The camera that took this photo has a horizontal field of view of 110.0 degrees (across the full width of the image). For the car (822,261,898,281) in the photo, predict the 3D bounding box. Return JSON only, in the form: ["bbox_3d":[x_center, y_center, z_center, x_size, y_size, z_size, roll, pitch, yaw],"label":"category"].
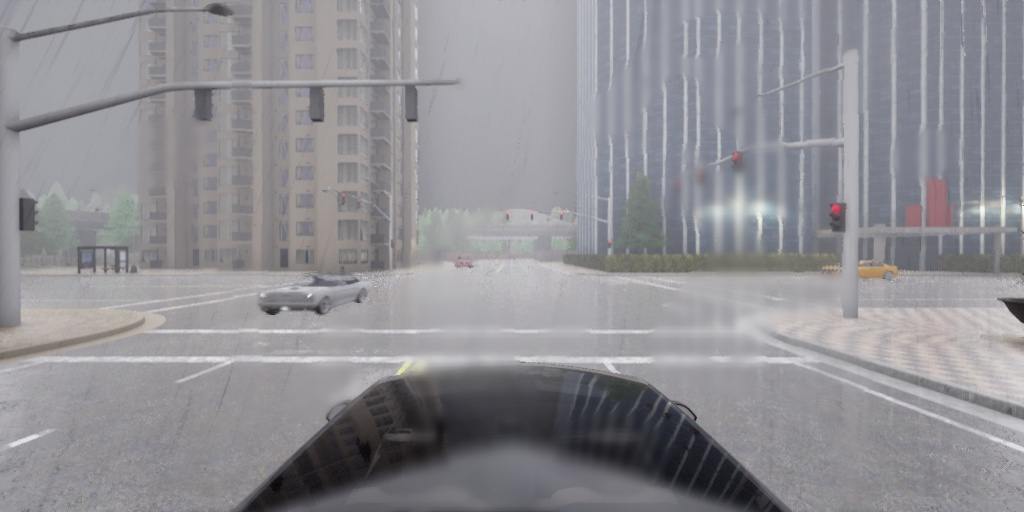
[{"bbox_3d":[27.473,1.124,28.433,5.008,1.535,1.882,0,0,-1],"label":"car"}]

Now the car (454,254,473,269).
[{"bbox_3d":[-7.003,0.849,52.587,2.150,2.045,5.566,0,2,0],"label":"car"}]

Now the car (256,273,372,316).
[{"bbox_3d":[-7.001,1.312,13.275,1.895,1.301,4.718,0,0,0],"label":"car"}]
